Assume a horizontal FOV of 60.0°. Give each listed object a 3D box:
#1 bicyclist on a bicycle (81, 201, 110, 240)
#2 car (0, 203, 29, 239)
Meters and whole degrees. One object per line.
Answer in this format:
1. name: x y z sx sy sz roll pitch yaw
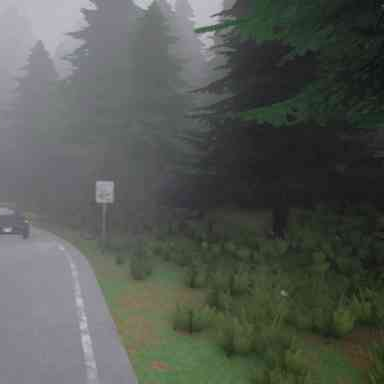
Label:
1. bicyclist on a bicycle: -4.020 1.175 14.336 1.656 1.620 0.582 -11 9 -32
2. car: -8.626 1.212 14.919 1.812 1.442 4.674 3 1 -37
